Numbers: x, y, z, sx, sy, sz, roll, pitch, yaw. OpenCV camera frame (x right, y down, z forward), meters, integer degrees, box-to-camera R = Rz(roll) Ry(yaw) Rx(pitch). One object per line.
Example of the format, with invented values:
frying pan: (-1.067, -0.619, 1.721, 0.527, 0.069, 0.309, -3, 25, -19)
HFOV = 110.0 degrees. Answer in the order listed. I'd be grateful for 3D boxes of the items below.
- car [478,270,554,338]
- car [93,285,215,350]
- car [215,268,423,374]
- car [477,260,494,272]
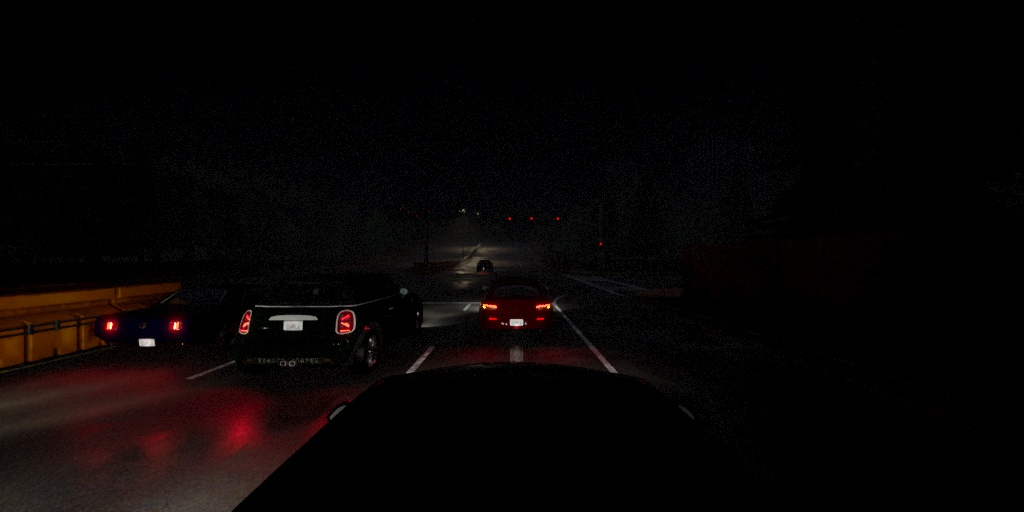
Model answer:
car: (0.099, 1.276, 10.079, 1.812, 1.442, 4.674, 0, 0, 0)
car: (-6.900, 1.351, 9.004, 1.895, 1.301, 4.718, 0, 0, 0)
car: (-3.399, 1.102, 7.690, 2.097, 1.767, 4.553, 0, 0, 0)
car: (-3.403, 1.254, 45.455, 1.837, 1.490, 4.892, 0, 0, 0)
